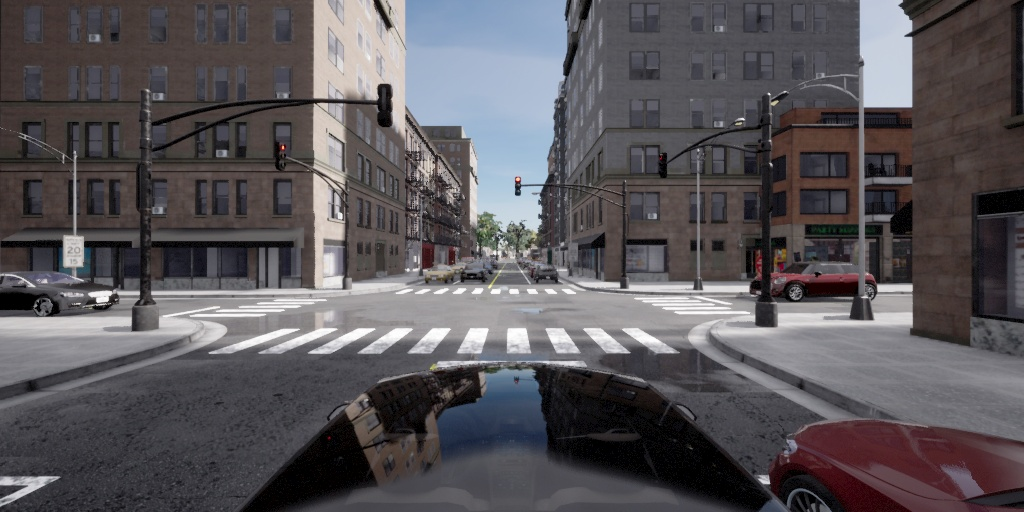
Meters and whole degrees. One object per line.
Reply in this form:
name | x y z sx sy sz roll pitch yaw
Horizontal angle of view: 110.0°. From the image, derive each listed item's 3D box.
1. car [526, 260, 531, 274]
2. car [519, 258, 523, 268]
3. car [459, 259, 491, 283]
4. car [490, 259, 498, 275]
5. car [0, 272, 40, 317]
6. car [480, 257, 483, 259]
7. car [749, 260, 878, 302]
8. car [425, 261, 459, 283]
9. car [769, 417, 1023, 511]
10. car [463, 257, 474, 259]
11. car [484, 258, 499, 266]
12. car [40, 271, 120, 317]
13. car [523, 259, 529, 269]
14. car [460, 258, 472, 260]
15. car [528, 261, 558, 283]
car | 2.547 1.296 33.257 1.888 1.381 4.507 0 0 0
car | 2.484 1.304 55.184 2.007 1.370 4.403 0 0 0
car | -2.924 1.255 28.435 1.837 1.490 4.892 0 0 0
car | -2.959 1.299 38.847 2.033 1.411 5.357 0 0 0
car | -5.398 1.064 0.745 2.192 1.841 5.009 0 0 0
car | -5.545 1.193 49.680 1.967 1.591 4.097 0 0 0
car | 13.218 1.036 15.958 4.553 1.767 2.097 0 0 0
car | -5.490 1.276 27.582 1.751 1.417 4.829 0 0 0
car | 2.641 1.332 0.767 1.802 1.307 4.207 0 0 0
car | -5.531 1.067 44.198 2.192 1.841 5.009 0 0 0
car | -2.973 1.354 51.882 1.895 1.301 4.718 0 0 1
car | -17.101 1.309 12.883 4.902 1.511 2.128 0 0 1
car | 2.532 1.302 38.739 2.007 1.370 4.403 0 0 0
car | -5.517 1.277 38.545 1.751 1.417 4.829 0 0 0
car | 2.563 1.301 27.775 2.007 1.370 4.403 0 0 0
